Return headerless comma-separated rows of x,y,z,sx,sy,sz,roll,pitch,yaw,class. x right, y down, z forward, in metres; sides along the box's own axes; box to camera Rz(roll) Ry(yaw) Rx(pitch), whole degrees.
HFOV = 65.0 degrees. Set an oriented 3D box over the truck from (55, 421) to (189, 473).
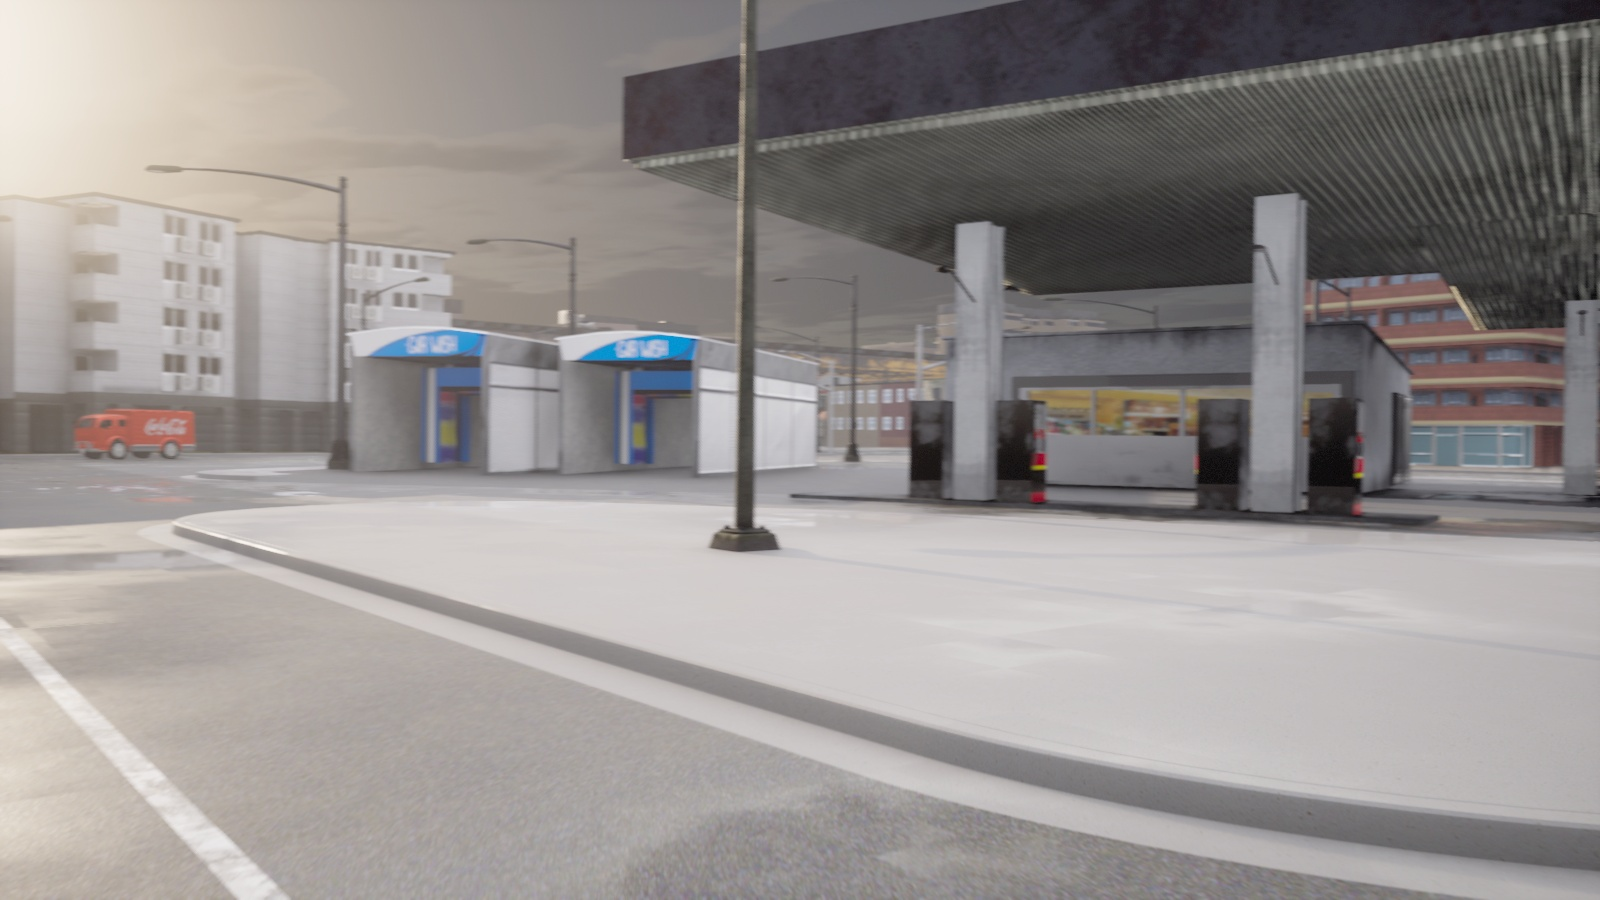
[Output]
-33.239,-0.172,61.740,2.627,2.467,5.204,0,1,27,truck
